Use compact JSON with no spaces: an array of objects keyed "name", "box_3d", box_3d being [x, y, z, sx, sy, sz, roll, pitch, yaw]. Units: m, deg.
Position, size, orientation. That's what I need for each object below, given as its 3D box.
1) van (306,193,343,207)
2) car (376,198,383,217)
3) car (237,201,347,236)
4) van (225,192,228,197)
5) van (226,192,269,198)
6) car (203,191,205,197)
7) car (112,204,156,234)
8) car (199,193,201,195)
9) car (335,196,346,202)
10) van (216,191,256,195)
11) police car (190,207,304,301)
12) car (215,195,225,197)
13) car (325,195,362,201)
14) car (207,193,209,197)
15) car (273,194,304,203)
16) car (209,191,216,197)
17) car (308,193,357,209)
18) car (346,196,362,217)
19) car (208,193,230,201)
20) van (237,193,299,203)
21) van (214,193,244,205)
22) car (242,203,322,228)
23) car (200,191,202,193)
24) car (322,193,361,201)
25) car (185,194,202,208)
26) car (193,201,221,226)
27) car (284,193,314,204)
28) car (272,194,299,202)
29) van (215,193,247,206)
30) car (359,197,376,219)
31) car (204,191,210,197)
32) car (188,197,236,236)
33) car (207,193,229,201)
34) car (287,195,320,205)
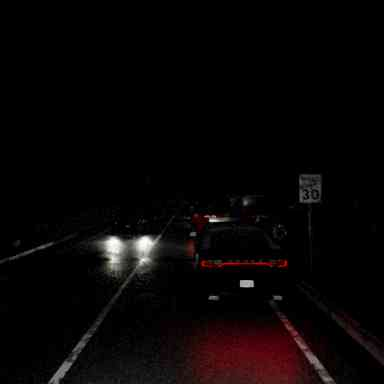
[{"name":"van","box_3d":[18.881,1.133,47.523,4.442,1.987,1.878,0,1,0]},{"name":"car","box_3d":[18.788,1.460,28.086,4.892,1.521,2.231,0,0,0]},{"name":"car","box_3d":[5.543,1.465,18.898,5.366,1.575,1.946,0,0,0]},{"name":"van","box_3d":[5.823,1.221,32.916,4.442,1.987,1.878,0,0,0]},{"name":"van","box_3d":[5.594,1.229,30.114,4.442,1.987,1.878,0,0,0]},{"name":"car","box_3d":[5.626,0.937,66.560,5.566,2.045,2.435,0,1,0]},{"name":"car","box_3d":[-3.253,1.456,19.297,1.882,1.535,5.008,0,0,0]},{"name":"car","box_3d":[-0.011,1.273,58.225,2.128,1.511,4.902,0,0,0]},{"name":"car","box_3d":[18.752,1.468,36.413,4.792,1.488,2.163,0,0,0]},{"name":"van","box_3d":[5.806,1.162,44.137,4.442,1.987,1.878,0,0,0]},{"name":"police car","box_3d":[0.973,1.420,8.495,1.930,1.638,5.238,0,0,0]},{"name":"car","box_3d":[5.700,1.408,41.331,4.892,1.521,2.231,0,0,0]},{"name":"car","box_3d":[18.805,1.451,39.196,4.792,1.488,2.163,0,0,0]},{"name":"car","box_3d":[5.661,1.279,60.956,4.674,1.452,2.002,0,1,0]},{"name":"car","box_3d":[18.553,1.208,64.177,5.366,1.575,1.946,0,0,0]},{"name":"car","box_3d":[5.657,1.112,46.937,5.566,2.045,2.435,0,1,0]},{"name":"car","box_3d":[18.797,1.133,44.746,5.566,2.045,2.435,0,1,0]},{"name":"car","box_3d":[18.970,1.443,33.641,5.366,1.575,1.946,0,0,0]},{"name":"car","box_3d":[5.619,1.038,69.364,4.553,1.767,2.185,0,1,0]},{"name":"van","box_3d":[5.837,1.236,24.504,4.442,1.987,1.878,0,0,0]},{"name":"van","box_3d":[5.793,1.088,52.544,4.442,1.987,1.878,0,1,0]},{"name":"car","box_3d":[5.727,1.505,21.701,4.674,1.452,2.002,0,0,0]},{"name":"car","box_3d":[5.797,0.936,94.594,5.366,1.575,1.946,0,1,0]},{"name":"car","box_3d":[18.744,1.152,41.969,5.566,2.045,2.435,0,0,0]},{"name":"car","box_3d":[0.008,1.420,45.079,2.033,1.411,5.357,0,0,1]},{"name":"car","box_3d":[0.971,1.471,24.406,1.837,1.490,4.892,0,0,0]},{"name":"car","box_3d":[18.778,1.135,58.626,4.553,1.767,2.185,0,1,0]},{"name":"car","box_3d":[18.740,1.187,66.954,4.892,1.521,2.231,0,1,0]},{"name":"van","box_3d":[5.797,1.113,49.741,4.442,1.987,1.878,0,1,0]},{"name":"car","box_3d":[18.784,1.454,30.864,5.008,1.535,2.097,0,0,0]},{"name":"car","box_3d":[5.631,0.962,63.757,5.566,2.045,2.435,0,1,0]},{"name":"car","box_3d":[0.971,1.332,18.367,2.097,1.767,4.553,0,0,0]},{"name":"car","box_3d":[5.615,1.013,72.167,4.553,1.767,2.185,0,1,0]},{"name":"car","box_3d":[18.722,1.315,55.850,4.792,1.488,2.163,0,1,0]}]
